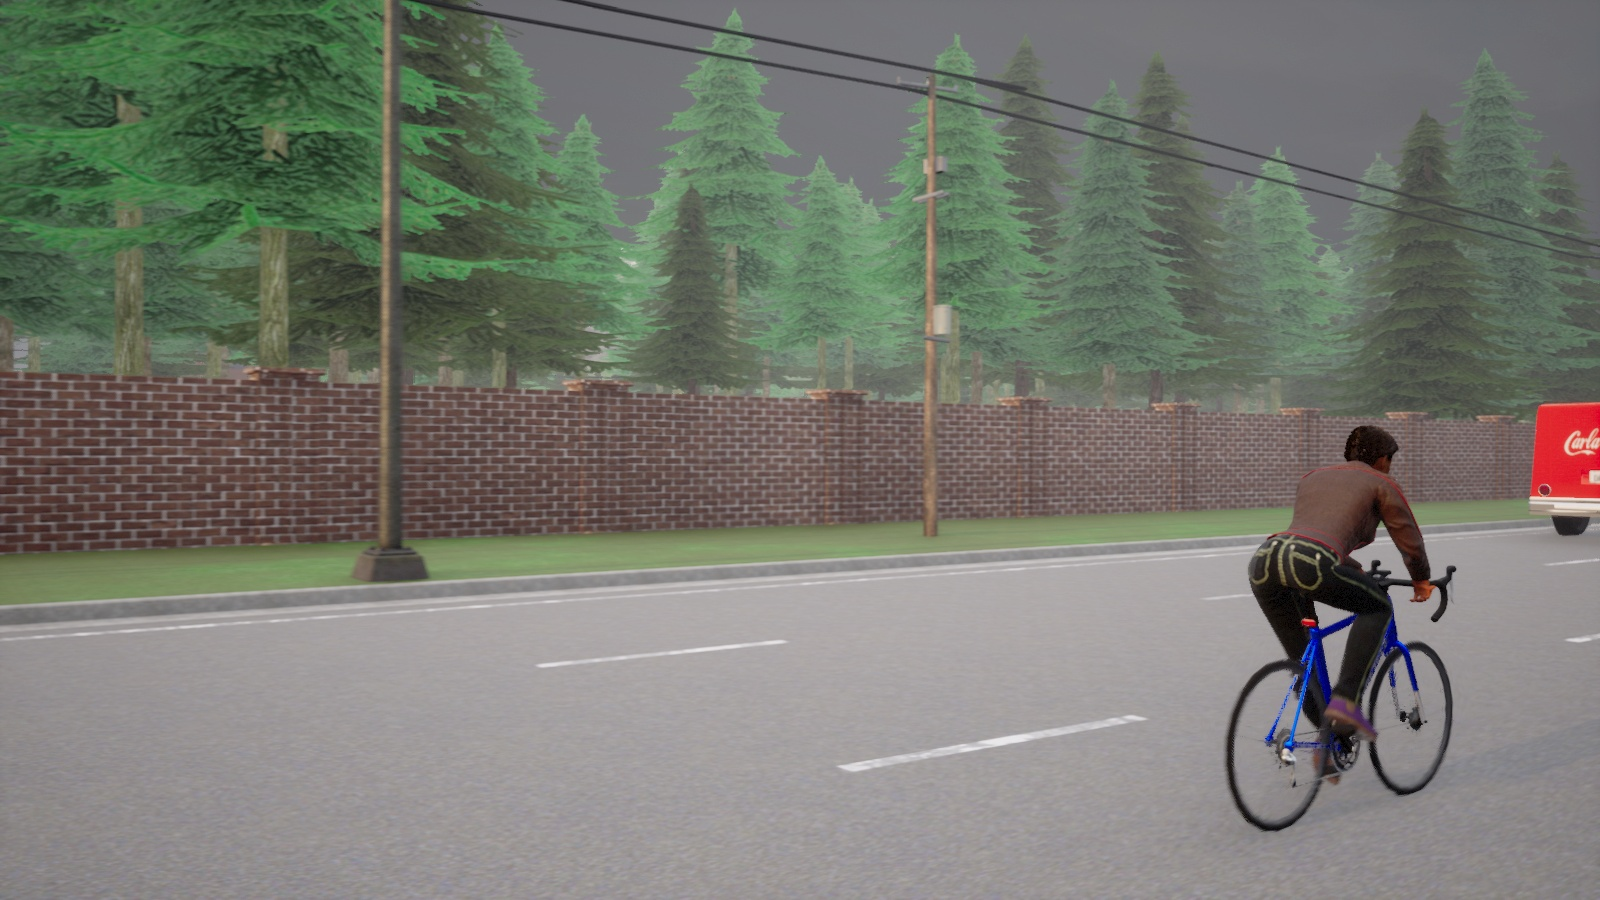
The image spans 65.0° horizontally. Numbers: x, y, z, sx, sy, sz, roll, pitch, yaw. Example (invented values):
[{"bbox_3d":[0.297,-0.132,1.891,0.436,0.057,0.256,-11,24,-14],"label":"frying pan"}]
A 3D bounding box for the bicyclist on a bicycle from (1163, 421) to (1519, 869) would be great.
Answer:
[{"bbox_3d":[2.302,0.711,5.261,1.656,1.620,0.582,0,0,-35],"label":"bicyclist on a bicycle"}]

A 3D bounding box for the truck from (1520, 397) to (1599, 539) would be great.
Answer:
[{"bbox_3d":[16.053,0.311,23.363,5.204,2.467,2.627,0,0,-35],"label":"truck"}]
